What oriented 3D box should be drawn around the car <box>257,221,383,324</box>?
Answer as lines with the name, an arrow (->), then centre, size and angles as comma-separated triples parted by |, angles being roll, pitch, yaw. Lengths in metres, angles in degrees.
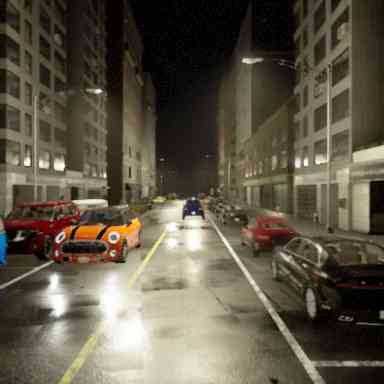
car -> 2.859, 1.547, 7.005 | 2.008, 1.369, 4.403 | 0, 0, 0

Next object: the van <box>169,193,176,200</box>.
van -> -5.629, 1.281, 94.542 | 1.690, 1.788, 3.998 | 0, 0, 0

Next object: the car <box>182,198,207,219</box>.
car -> 0.121, 1.504, 28.751 | 1.812, 1.442, 4.674 | 0, 0, 0

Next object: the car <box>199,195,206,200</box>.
car -> 2.898, 1.504, 94.538 | 1.947, 1.339, 4.313 | 0, 0, 0

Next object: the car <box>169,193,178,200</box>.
car -> -5.631, 1.256, 89.041 | 2.192, 1.841, 5.009 | 0, 0, 0

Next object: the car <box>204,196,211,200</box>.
car -> 2.874, 1.406, 40.160 | 1.967, 1.590, 4.097 | 0, 0, 0

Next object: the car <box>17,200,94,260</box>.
car -> -5.664, 1.308, 12.535 | 2.192, 1.841, 5.009 | 0, 0, 0

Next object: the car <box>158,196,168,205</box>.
car -> -5.645, 1.480, 56.572 | 1.752, 1.417, 4.829 | 0, 0, 0

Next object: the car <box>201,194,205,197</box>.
car -> 2.881, 1.478, 56.907 | 1.752, 1.417, 4.829 | 0, 0, 0

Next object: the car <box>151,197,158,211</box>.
car -> -5.652, 1.408, 40.165 | 1.967, 1.590, 4.097 | 0, 0, 0

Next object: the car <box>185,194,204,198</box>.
car -> 0.120, 1.455, 45.172 | 2.128, 1.511, 4.902 | 0, 0, 0

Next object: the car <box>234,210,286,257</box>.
car -> 2.862, 1.574, 12.531 | 1.802, 1.307, 4.206 | 0, 0, 0

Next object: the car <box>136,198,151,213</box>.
car -> -5.654, 1.498, 34.469 | 1.752, 1.417, 4.829 | 0, 0, 0

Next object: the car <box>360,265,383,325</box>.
car -> 2.857, 1.544, 1.480 | 1.887, 1.381, 4.507 | 0, 0, 0

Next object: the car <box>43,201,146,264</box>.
car -> -3.087, 1.350, 11.731 | 2.097, 1.767, 4.553 | 0, 0, 0

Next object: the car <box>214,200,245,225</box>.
car -> 2.866, 1.534, 23.583 | 2.008, 1.369, 4.403 | 0, 0, 0

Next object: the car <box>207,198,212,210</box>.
car -> 2.871, 1.554, 34.635 | 1.802, 1.307, 4.206 | 0, 0, 0

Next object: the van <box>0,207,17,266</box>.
van -> -5.667, 1.338, 7.009 | 1.690, 1.788, 3.998 | 0, 0, 0

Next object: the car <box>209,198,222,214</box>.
car -> 2.869, 1.528, 29.109 | 2.008, 1.369, 4.403 | 0, 0, 0

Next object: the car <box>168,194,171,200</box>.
car -> -5.642, 1.502, 62.267 | 2.008, 1.369, 4.403 | 0, 0, 0
